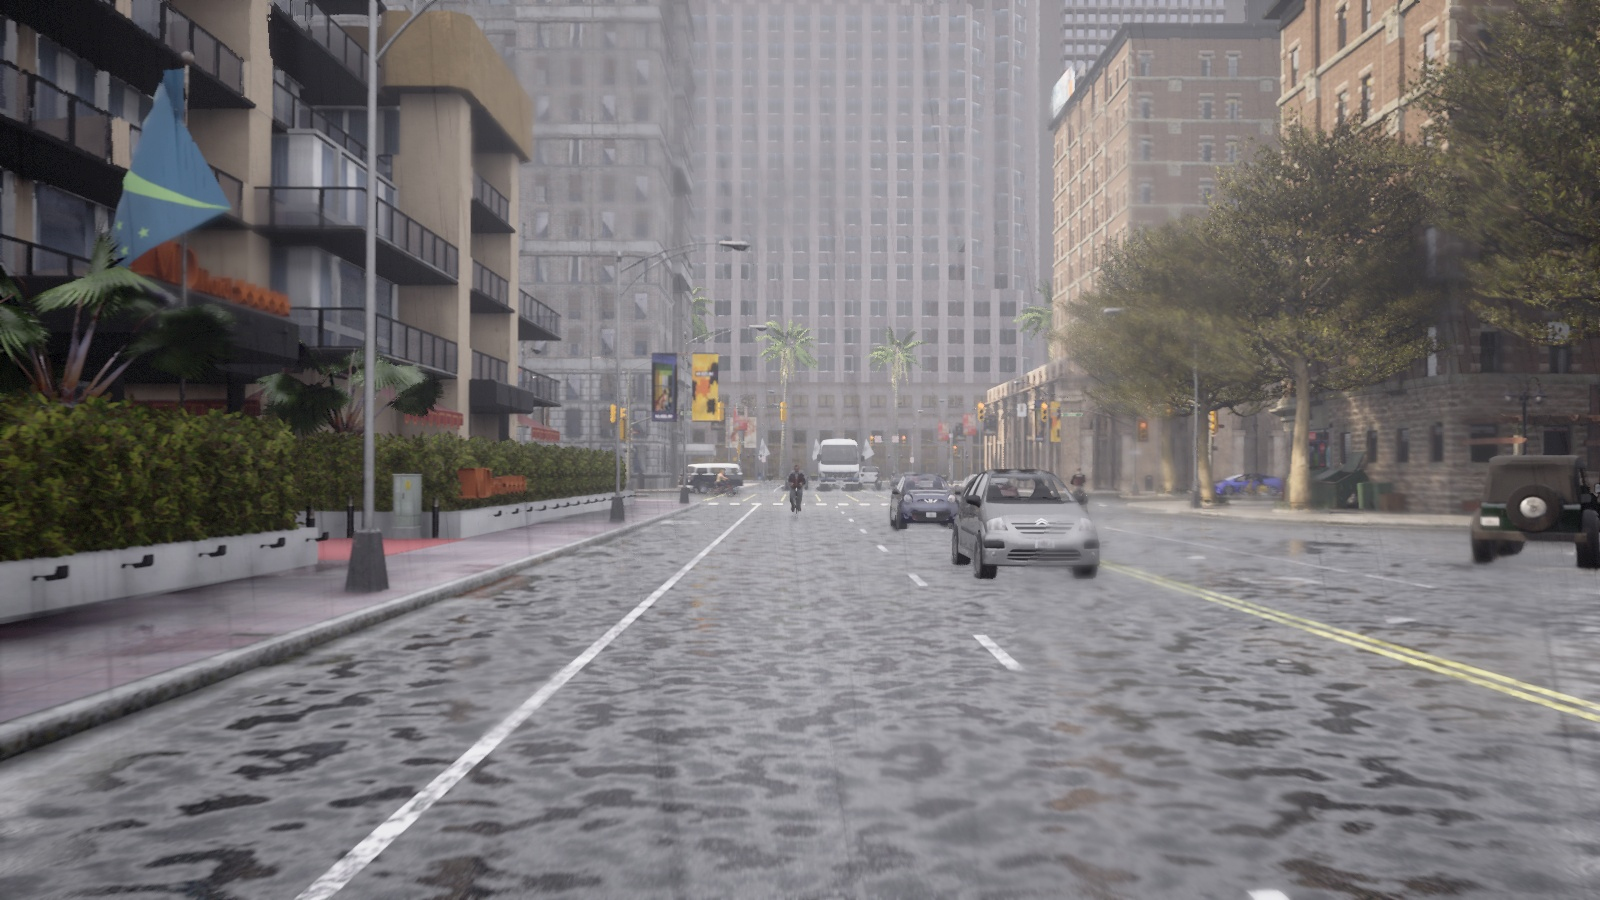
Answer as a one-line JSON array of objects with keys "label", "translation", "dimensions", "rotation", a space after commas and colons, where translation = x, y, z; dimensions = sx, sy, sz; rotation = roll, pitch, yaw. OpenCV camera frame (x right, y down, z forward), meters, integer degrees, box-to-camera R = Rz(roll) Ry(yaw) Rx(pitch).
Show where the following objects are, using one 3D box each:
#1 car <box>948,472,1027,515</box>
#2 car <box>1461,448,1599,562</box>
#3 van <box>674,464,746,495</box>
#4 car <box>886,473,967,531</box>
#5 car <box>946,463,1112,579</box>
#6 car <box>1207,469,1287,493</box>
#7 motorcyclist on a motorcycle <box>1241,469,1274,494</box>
[{"label": "car", "translation": [6.885, 1.567, 46.613], "dimensions": [2.163, 1.488, 4.792], "rotation": [0, -1, 0]}, {"label": "car", "translation": [13.425, 0.935, 22.634], "dimensions": [1.905, 1.878, 3.866], "rotation": [-1, -1, 39]}, {"label": "van", "translation": [-6.053, 1.981, 84.825], "dimensions": [4.480, 2.038, 2.069], "rotation": [0, -1, -37]}, {"label": "car", "translation": [3.415, 1.391, 34.432], "dimensions": [1.845, 1.501, 3.633], "rotation": [0, -1, 0]}, {"label": "car", "translation": [3.451, 1.027, 19.631], "dimensions": [1.851, 1.617, 3.988], "rotation": [0, -1, 0]}, {"label": "car", "translation": [29.433, 2.029, 82.813], "dimensions": [4.514, 1.525, 2.007], "rotation": [0, -1, 1]}, {"label": "motorcyclist on a motorcycle", "translation": [28.884, 1.979, 79.296], "dimensions": [1.817, 1.590, 0.866], "rotation": [0, -1, 1]}]
